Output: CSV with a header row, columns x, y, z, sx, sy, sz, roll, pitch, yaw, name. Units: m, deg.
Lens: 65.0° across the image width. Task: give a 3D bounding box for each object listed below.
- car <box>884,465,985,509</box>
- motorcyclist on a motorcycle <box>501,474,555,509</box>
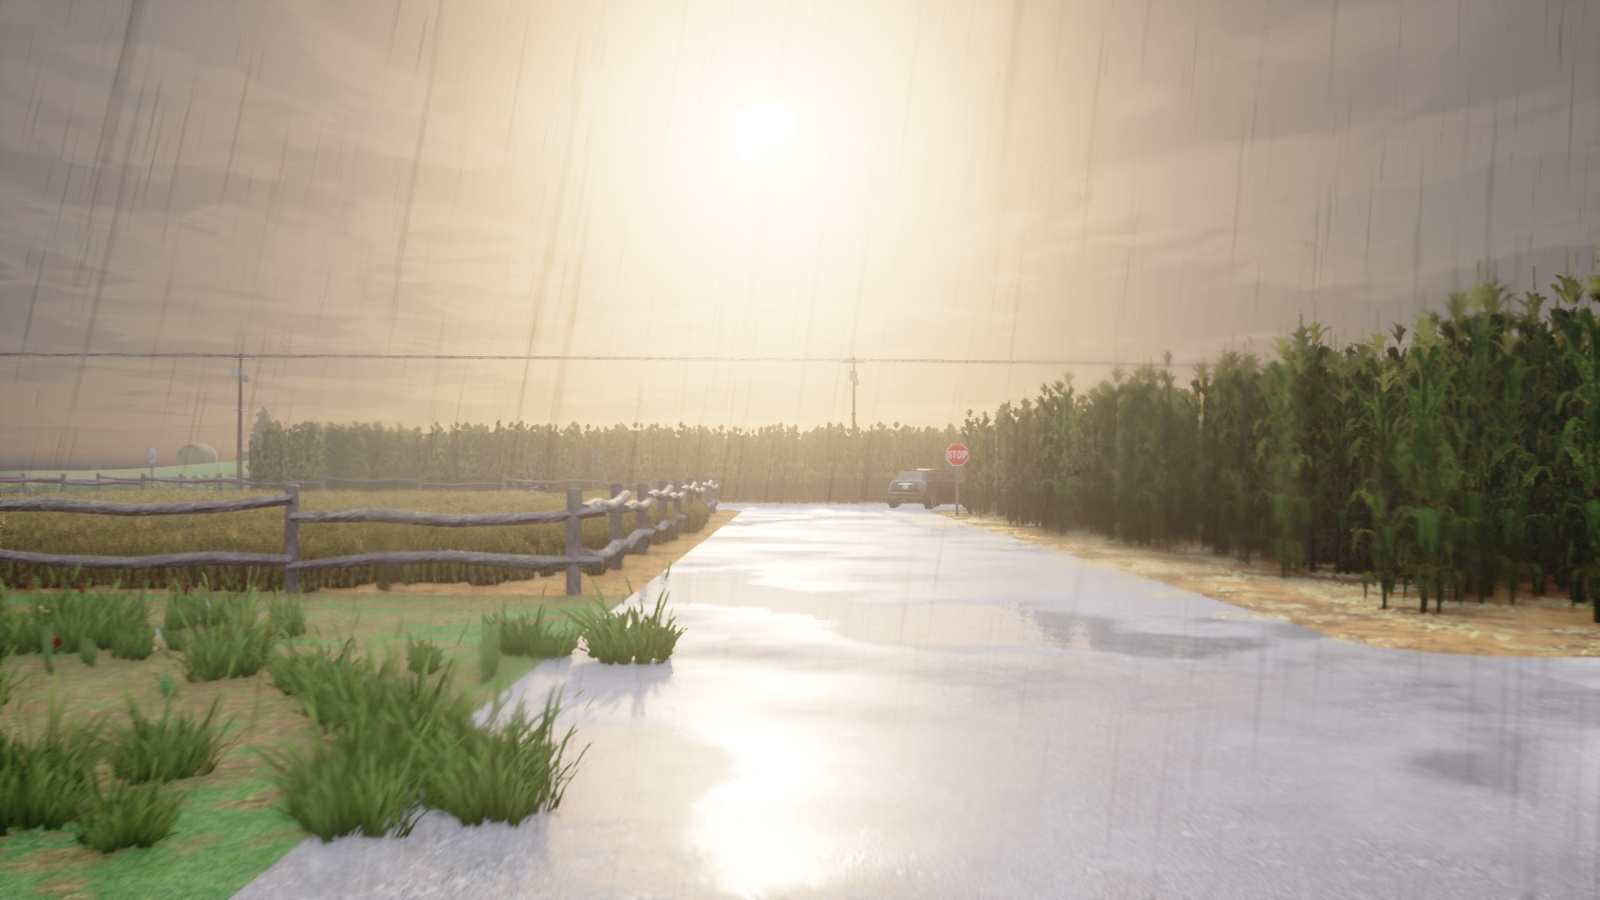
x,y,z,sx,sy,sz,roll,pitch,yaw,name
5.809,1.551,53.790,2.097,1.767,4.553,-1,-1,40,car
-11.928,1.820,55.116,2.191,1.530,0.866,0,-1,0,motorcyclist on a motorcycle
